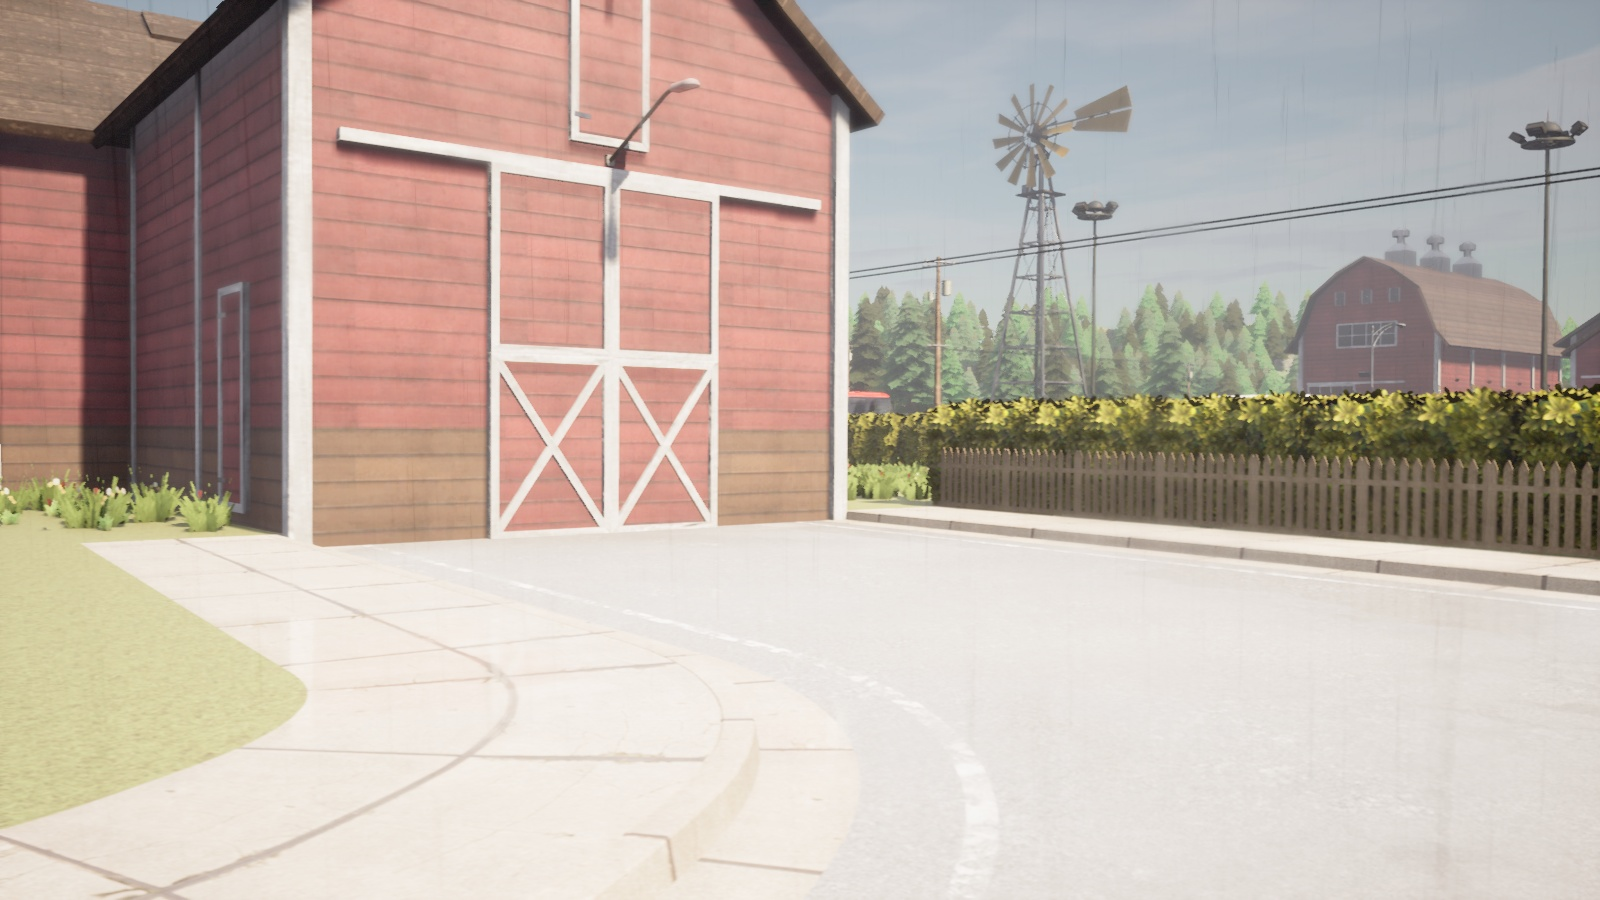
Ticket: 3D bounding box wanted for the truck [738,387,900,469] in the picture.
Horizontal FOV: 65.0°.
[{"bbox_3d":[0.717,-0.987,56.866,2.891,3.462,7.936,-2,1,-38],"label":"truck"}]
